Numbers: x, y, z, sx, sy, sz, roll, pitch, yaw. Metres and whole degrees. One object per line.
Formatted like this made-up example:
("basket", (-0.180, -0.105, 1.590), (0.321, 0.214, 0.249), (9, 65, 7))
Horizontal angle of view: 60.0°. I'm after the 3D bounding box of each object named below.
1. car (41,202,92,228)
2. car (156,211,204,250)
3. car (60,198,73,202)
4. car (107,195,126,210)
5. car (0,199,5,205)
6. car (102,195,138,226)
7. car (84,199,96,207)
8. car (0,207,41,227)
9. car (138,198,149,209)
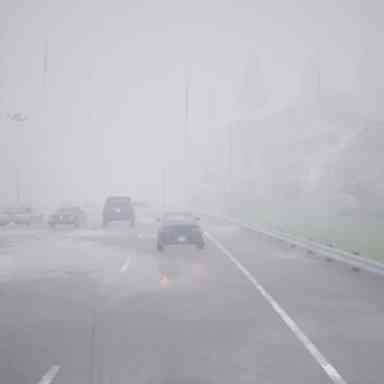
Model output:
("car", (-8.648, 1.679, 23.439), (2.033, 1.411, 5.357), (0, 0, -9))
("car", (-0.597, 1.564, 14.562), (1.812, 1.442, 4.674), (0, 0, -5))
("car", (-21.233, 1.796, 56.235), (1.882, 1.535, 5.008), (0, 0, -22))
("car", (-11.145, 1.434, 48.999), (2.150, 2.045, 5.566), (0, 0, -18))
("car", (-32.360, 1.919, 55.413), (1.837, 1.490, 4.892), (0, 0, -22))
("car", (-5.291, 1.325, 24.485), (2.150, 2.045, 5.566), (0, 0, -9))
("car", (-16.979, 1.878, 55.034), (1.895, 1.301, 4.718), (0, 0, -21))
("car", (-12.334, 1.767, 24.290), (1.895, 1.301, 4.718), (0, 0, -10))
("car", (-7.640, 1.658, 49.354), (1.882, 1.535, 5.008), (0, 0, -18))
